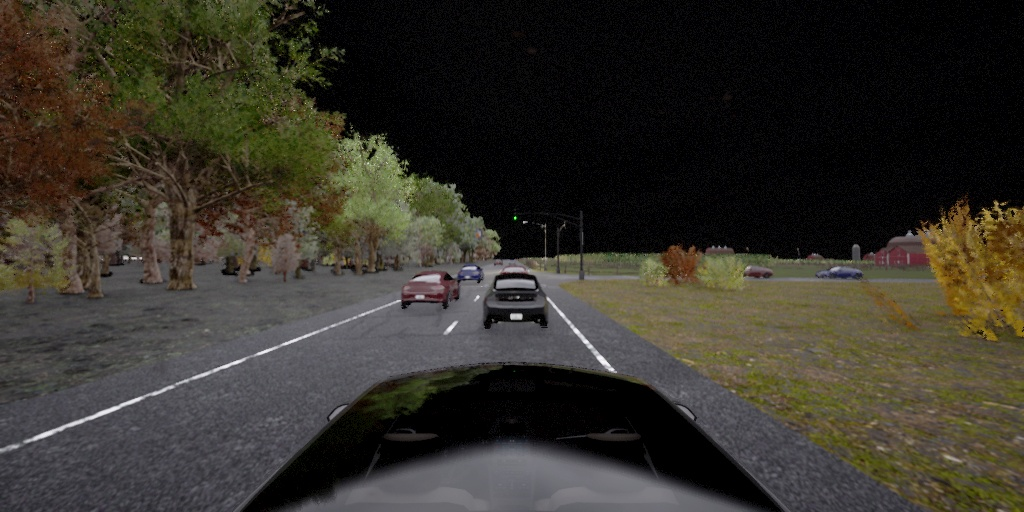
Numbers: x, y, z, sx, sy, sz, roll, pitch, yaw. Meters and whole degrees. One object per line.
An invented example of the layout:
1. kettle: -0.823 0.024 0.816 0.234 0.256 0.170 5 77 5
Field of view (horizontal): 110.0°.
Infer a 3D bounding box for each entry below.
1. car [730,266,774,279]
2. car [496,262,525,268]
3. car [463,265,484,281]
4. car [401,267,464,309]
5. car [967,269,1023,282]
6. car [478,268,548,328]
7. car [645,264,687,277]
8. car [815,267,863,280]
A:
1. car: 27.829 1.868 41.812 4.674 1.442 1.812 1 -1 0
2. car: 0.192 1.360 23.779 1.882 1.535 5.008 0 0 2
3. car: -3.378 1.442 29.631 1.812 1.442 4.674 0 0 0
4. car: -3.387 1.358 15.438 1.812 1.442 4.674 0 -1 0
5. car: 52.373 2.077 38.049 5.357 1.411 2.033 1 -1 1
6. car: 0.108 1.317 11.704 1.837 1.490 4.892 0 0 0
7. car: 18.032 1.727 41.885 4.902 1.511 2.128 1 -1 1
8. car: 38.060 1.980 41.747 4.674 1.442 1.812 0 -1 0
